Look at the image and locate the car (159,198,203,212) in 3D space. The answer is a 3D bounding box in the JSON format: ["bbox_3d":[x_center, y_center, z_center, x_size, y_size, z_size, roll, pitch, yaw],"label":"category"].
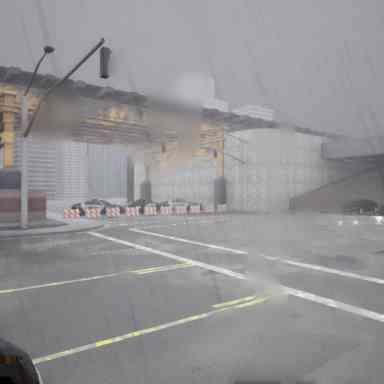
[{"bbox_3d":[-1.308,1.453,38.578,4.974,1.542,2.038,0,0,-7],"label":"car"}]

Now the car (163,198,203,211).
[{"bbox_3d":[-1.360,1.295,38.571,4.536,1.218,1.853,0,0,-7],"label":"car"}]

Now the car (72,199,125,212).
[{"bbox_3d":[-9.001,1.295,32.123,4.536,1.218,1.853,0,0,8],"label":"car"}]

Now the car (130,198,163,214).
[{"bbox_3d":[-5.210,1.453,34.810,2.038,1.542,4.974,0,0,18],"label":"car"}]

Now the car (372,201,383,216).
[{"bbox_3d":[19.839,1.547,32.000,5.357,1.411,2.033,0,0,-37],"label":"car"}]

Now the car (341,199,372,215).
[{"bbox_3d":[17.480,1.478,34.601,5.008,1.535,1.882,0,0,-37],"label":"car"}]

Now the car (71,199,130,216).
[{"bbox_3d":[-8.949,1.453,32.116,4.974,1.542,2.038,0,0,8],"label":"car"}]

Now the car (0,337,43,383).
[{"bbox_3d":[-3.274,1.492,1.436,4.902,1.511,2.128,0,0,-35],"label":"car"}]

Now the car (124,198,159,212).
[{"bbox_3d":[-5.195,1.295,34.859,1.853,1.218,4.536,0,0,18],"label":"car"}]
